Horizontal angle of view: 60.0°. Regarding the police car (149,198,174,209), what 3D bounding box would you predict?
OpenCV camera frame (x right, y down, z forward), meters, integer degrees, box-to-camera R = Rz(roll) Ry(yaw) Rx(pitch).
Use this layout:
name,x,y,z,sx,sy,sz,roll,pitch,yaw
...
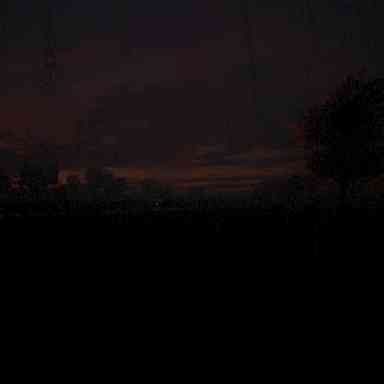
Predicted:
name,x,y,z,sx,sy,sz,roll,pitch,yaw
police car,-5.028,1.857,54.698,1.930,1.638,5.238,-1,-1,36
